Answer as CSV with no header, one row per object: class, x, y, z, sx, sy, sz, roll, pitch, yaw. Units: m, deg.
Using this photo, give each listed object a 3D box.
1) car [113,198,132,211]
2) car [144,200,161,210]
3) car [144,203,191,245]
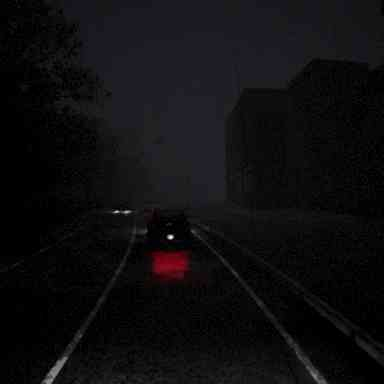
car,-8.094,1.399,39.400,2.033,1.411,5.357,0,0,-6
car,-4.342,1.500,36.926,1.895,1.301,4.718,0,0,-8
car,-1.130,1.511,15.529,1.837,1.490,4.892,1,0,-7
